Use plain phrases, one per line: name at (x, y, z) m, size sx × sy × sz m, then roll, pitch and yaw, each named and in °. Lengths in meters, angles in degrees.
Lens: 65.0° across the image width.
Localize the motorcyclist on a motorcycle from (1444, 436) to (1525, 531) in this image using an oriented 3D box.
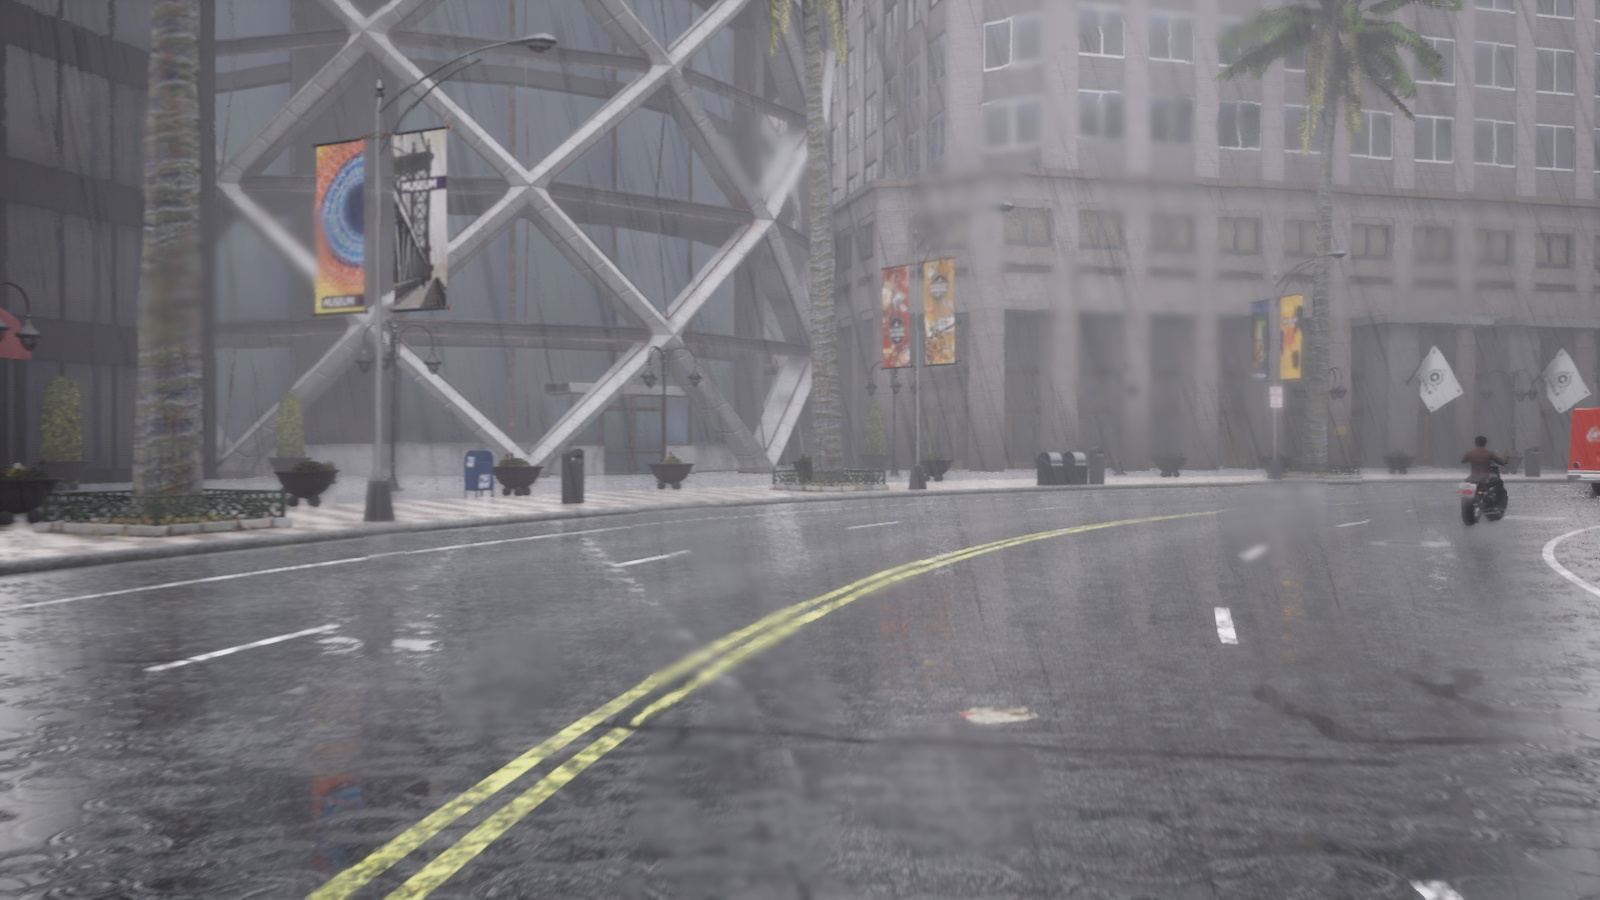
motorcyclist on a motorcycle at (12.588, 0.587, 23.055) m, size 0.766 × 1.649 × 2.350 m, roll 1°, pitch 1°, yaw 42°

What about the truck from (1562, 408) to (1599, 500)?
truck at (23.911, 0.105, 34.244) m, size 5.204 × 2.467 × 2.627 m, roll 0°, pitch 0°, yaw -20°
